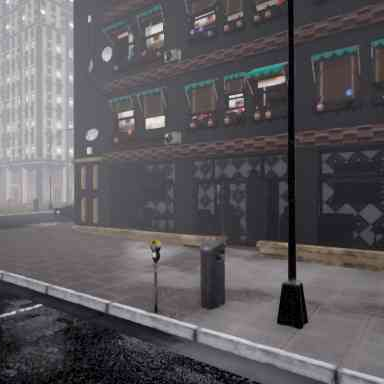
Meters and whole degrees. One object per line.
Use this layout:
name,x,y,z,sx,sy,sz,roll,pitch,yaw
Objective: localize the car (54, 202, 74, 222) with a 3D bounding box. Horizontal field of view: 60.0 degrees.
car,-7.303,1.279,22.814,1.947,1.339,4.313,1,1,35
